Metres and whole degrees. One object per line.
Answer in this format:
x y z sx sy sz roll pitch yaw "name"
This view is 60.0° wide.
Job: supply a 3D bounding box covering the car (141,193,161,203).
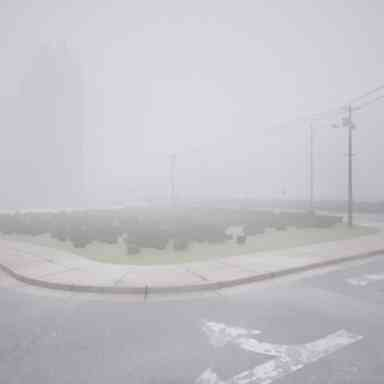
-8.528 1.199 68.809 2.150 2.045 5.566 0 0 -35 "car"
